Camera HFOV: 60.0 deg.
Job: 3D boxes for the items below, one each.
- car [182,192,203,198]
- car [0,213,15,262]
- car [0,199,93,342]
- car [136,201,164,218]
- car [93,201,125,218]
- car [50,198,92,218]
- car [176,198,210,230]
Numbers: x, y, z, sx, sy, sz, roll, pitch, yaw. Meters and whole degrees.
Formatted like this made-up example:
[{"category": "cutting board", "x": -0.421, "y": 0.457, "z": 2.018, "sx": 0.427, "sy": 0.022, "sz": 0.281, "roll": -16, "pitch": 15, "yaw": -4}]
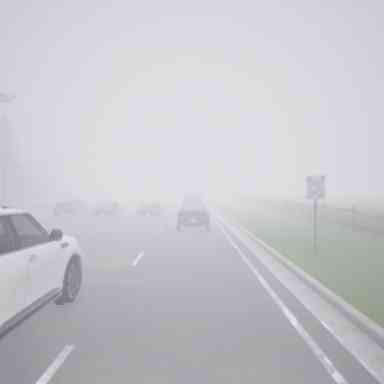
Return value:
[{"category": "car", "x": 0.052, "y": 0.990, "z": 38.616, "sx": 2.150, "sy": 2.045, "sz": 5.566, "roll": 0, "pitch": 0, "yaw": 0}, {"category": "car", "x": -6.908, "y": 1.460, "z": 8.803, "sx": 1.837, "sy": 1.490, "sz": 4.892, "roll": 0, "pitch": 0, "yaw": 0}, {"category": "car", "x": -3.403, "y": 1.196, "z": 4.855, "sx": 2.150, "sy": 2.045, "sz": 5.566, "roll": 0, "pitch": 0, "yaw": 0}, {"category": "car", "x": -3.433, "y": 1.437, "z": 27.995, "sx": 1.895, "sy": 1.301, "sz": 4.718, "roll": 0, "pitch": 0, "yaw": 0}, {"category": "car", "x": -6.934, "y": 1.441, "z": 27.991, "sx": 1.895, "sy": 1.301, "sz": 4.718, "roll": 0, "pitch": 0, "yaw": 0}, {"category": "car", "x": -10.435, "y": 1.343, "z": 29.066, "sx": 1.837, "sy": 1.490, "sz": 4.892, "roll": 0, "pitch": 0, "yaw": 0}, {"category": "car", "x": 0.077, "y": 1.356, "z": 20.181, "sx": 1.882, "sy": 1.535, "sz": 5.008, "roll": 0, "pitch": 0, "yaw": 0}]
